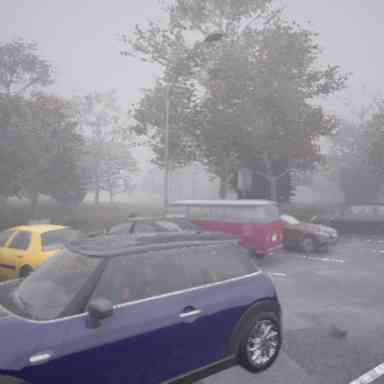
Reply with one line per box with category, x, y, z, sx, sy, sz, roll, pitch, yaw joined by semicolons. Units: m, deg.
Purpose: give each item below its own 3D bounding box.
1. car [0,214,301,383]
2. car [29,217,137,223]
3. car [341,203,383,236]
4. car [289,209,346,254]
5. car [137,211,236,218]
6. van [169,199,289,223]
car;-1.029;1.350;4.027;4.553;1.767;2.097;0;0;-35
car;-4.061;1.484;8.509;5.366;1.575;1.946;-1;0;34
car;8.328;1.336;16.843;4.553;1.767;2.185;-1;0;36
car;3.400;1.516;13.508;4.674;1.452;2.002;-1;-1;35
car;-1.477;1.483;10.107;5.008;1.535;2.097;-1;0;35
van;0.856;1.256;11.880;4.442;1.987;1.878;-1;0;35
